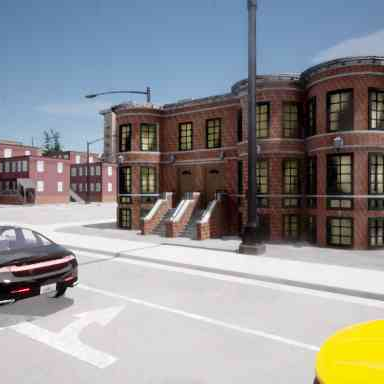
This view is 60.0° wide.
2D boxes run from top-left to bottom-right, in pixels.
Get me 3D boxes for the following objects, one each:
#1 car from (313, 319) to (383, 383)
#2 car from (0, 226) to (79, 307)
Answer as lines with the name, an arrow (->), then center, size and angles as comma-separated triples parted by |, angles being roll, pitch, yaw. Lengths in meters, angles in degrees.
car -> 3.228, 1.478, 1.692 | 5.008, 1.535, 1.882 | 0, 0, 36
car -> -4.540, 1.492, 7.241 | 4.902, 1.511, 2.128 | 0, 0, 34
